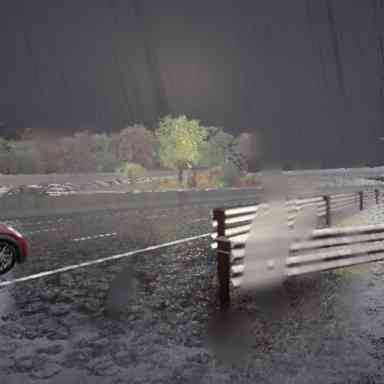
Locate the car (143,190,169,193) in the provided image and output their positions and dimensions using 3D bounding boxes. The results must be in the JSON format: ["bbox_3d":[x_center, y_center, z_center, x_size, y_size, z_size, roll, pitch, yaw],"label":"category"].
[{"bbox_3d":[-3.365,0.612,41.126,1.895,1.301,4.718,0,1,35],"label":"car"}]

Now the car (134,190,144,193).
[{"bbox_3d":[-5.119,0.577,44.723,1.895,1.301,4.718,0,1,35],"label":"car"}]

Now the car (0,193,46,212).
[{"bbox_3d":[-15.833,0.869,29.350,2.128,1.511,4.902,0,1,35],"label":"car"}]

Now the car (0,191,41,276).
[{"bbox_3d":[-5.818,0.974,6.634,2.097,1.767,4.553,0,1,35],"label":"car"}]

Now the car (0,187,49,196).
[{"bbox_3d":[-13.916,0.629,25.984,2.150,2.045,5.566,0,1,35],"label":"car"}]

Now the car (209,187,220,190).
[{"bbox_3d":[4.303,-0.151,58.117,1.837,1.490,4.892,0,1,35],"label":"car"}]

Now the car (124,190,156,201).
[{"bbox_3d":[-7.377,0.485,47.594,1.812,1.442,4.674,0,1,35],"label":"car"}]

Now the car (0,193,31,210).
[{"bbox_3d":[-18.341,0.875,31.871,1.837,1.490,4.892,0,1,35],"label":"car"}]

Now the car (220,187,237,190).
[{"bbox_3d":[7.181,0.148,56.124,1.882,1.535,5.008,0,1,35],"label":"car"}]
